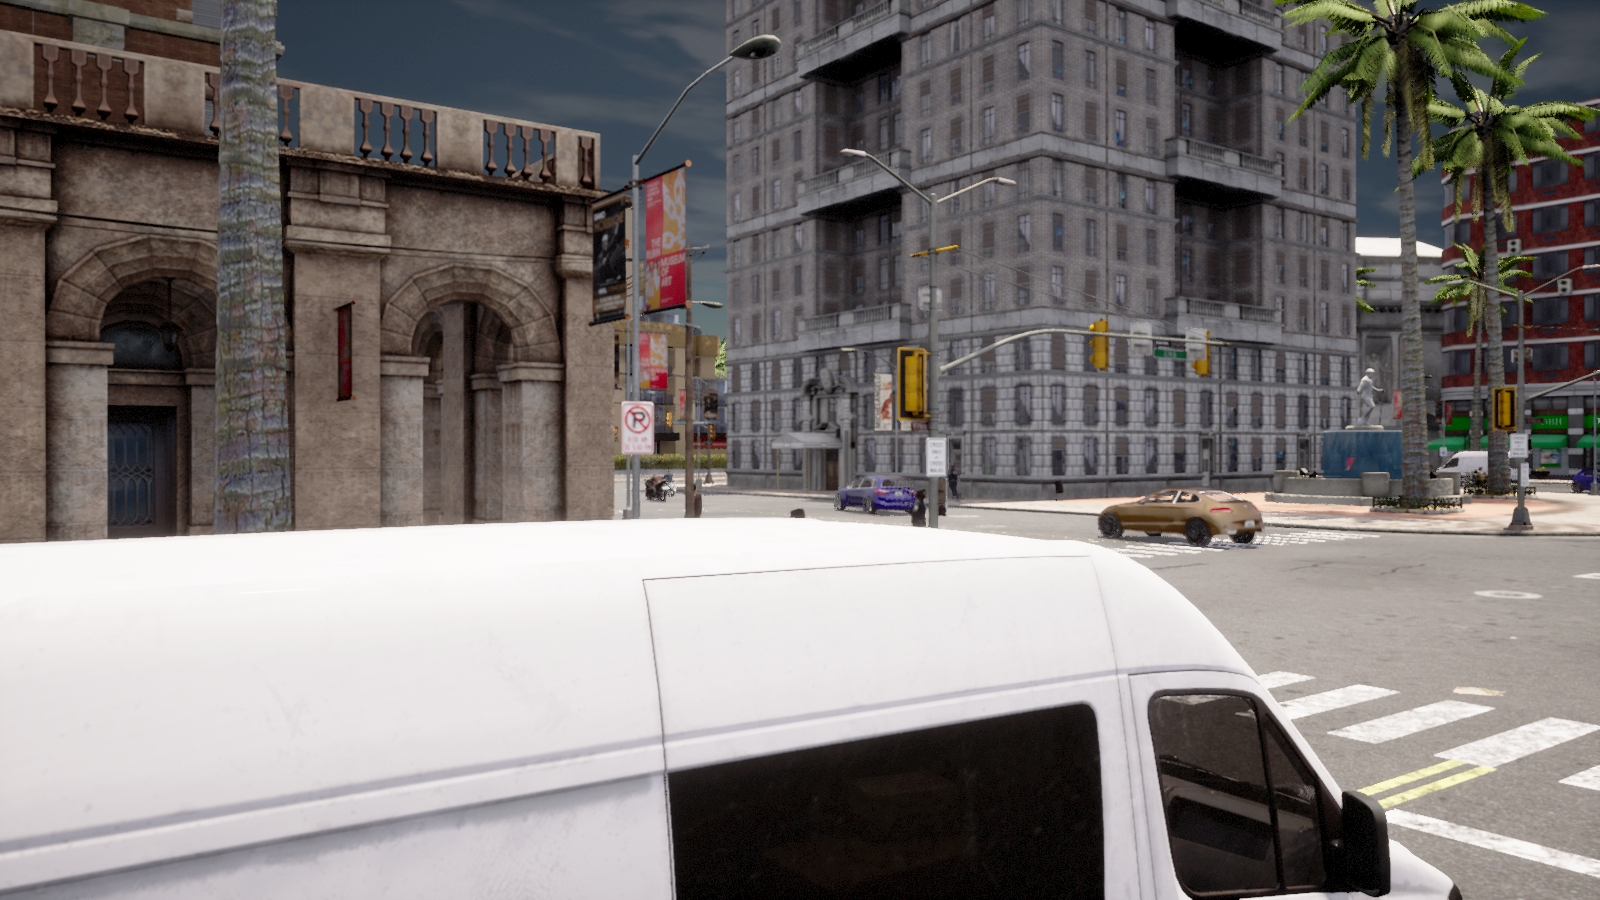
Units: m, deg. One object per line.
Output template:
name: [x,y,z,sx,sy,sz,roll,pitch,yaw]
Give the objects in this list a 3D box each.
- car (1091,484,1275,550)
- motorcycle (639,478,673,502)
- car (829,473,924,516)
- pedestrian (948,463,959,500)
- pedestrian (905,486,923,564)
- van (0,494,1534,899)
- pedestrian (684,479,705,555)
car: [11.372,1.934,34.308,2.152,1.651,5.027,0,0,-31]
motorcycle: [-7.796,2.147,61.814,0.867,1.251,2.209,0,0,-36]
car: [3.300,1.905,50.314,2.242,1.667,4.611,0,0,-24]
pedestrian: [7.882,1.617,58.589,0.375,1.860,0.375,0,0,-31]
pedestrian: [2.744,1.807,27.547,0.375,1.860,0.375,0,0,-1]
van: [0.017,1.528,3.805,5.915,2.561,1.988,0,0,-35]
pedestrian: [-2.635,1.668,28.468,0.375,1.860,0.375,0,0,25]
